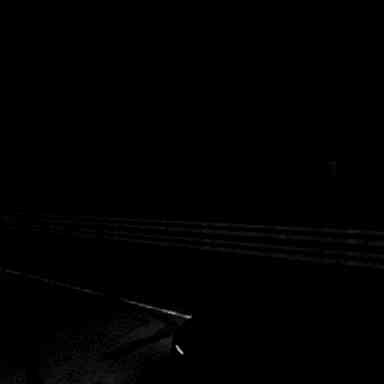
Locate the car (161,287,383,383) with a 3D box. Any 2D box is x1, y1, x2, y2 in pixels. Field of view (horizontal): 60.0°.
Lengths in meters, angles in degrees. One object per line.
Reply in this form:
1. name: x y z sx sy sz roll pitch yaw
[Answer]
1. car: 1.887 1.524 2.645 4.674 1.442 1.812 0 0 36
